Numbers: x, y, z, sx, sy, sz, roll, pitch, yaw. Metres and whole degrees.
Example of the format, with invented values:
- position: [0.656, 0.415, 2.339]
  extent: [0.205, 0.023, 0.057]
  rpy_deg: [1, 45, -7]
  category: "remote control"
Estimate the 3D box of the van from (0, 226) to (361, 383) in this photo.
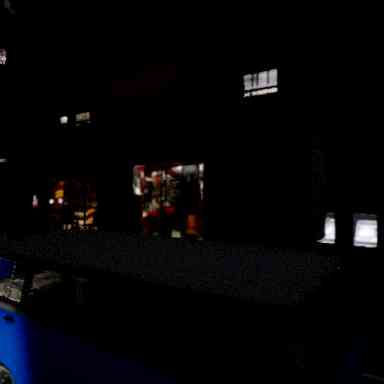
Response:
- position: [-0.525, 1.347, 3.223]
  extent: [3.998, 1.788, 1.690]
  rpy_deg: [0, 1, 35]
  category: "van"

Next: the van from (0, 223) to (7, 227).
- position: [-5.111, 1.370, 6.441]
  extent: [3.998, 1.788, 1.690]
  rpy_deg: [0, 1, 35]
  category: "van"
